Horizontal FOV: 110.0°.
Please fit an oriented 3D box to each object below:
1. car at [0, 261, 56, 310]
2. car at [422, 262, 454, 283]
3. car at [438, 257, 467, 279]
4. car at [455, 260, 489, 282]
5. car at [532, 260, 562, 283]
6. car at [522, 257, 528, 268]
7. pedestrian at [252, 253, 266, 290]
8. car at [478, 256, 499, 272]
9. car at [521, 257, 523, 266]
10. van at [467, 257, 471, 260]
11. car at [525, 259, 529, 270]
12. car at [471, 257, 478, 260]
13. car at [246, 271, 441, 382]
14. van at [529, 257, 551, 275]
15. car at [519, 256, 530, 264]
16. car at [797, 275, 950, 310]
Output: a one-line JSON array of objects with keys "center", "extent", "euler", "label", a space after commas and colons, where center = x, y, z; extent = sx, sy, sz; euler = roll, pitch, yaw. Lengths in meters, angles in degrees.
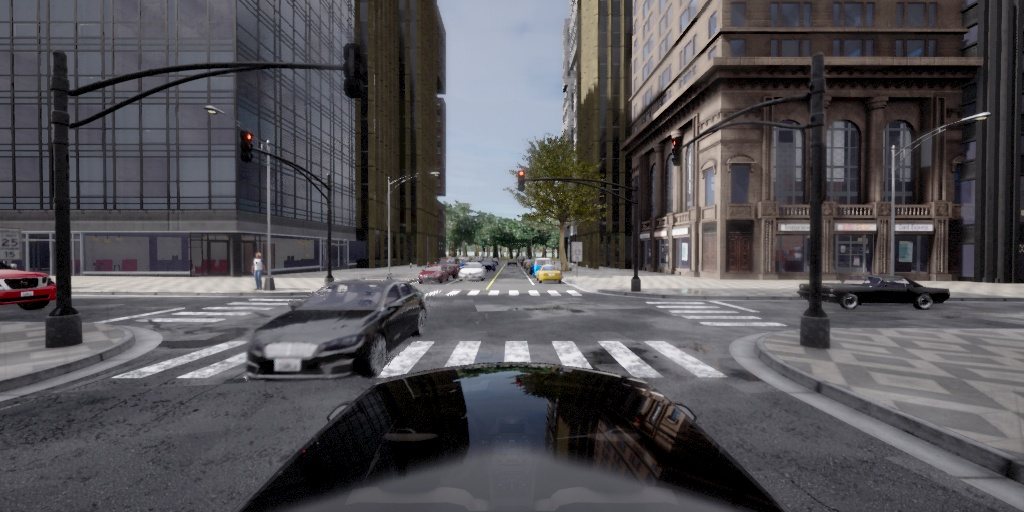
[{"center": [-18.381, 0.842, 11.526], "extent": [5.566, 2.045, 2.150], "euler": [1, 1, 0], "label": "car"}, {"center": [-5.779, 1.311, 26.954], "extent": [1.802, 1.307, 4.207], "euler": [0, 0, 0], "label": "car"}, {"center": [-5.782, 1.034, 32.635], "extent": [2.192, 1.841, 5.009], "euler": [0, 0, 0], "label": "car"}, {"center": [-3.113, 1.252, 28.801], "extent": [1.812, 1.442, 4.674], "euler": [0, 0, 0], "label": "car"}, {"center": [2.747, 1.254, 27.138], "extent": [1.751, 1.417, 4.829], "euler": [0, 0, 0], "label": "car"}, {"center": [2.733, 1.208, 49.857], "extent": [1.751, 1.417, 4.829], "euler": [0, 0, 0], "label": "car"}, {"center": [-12.533, 0.741, 17.779], "extent": [0.375, 1.860, 0.375], "euler": [0, 0, 0], "label": "pedestrian"}, {"center": [-3.118, 1.045, 45.399], "extent": [2.097, 1.767, 4.553], "euler": [0, 0, 0], "label": "car"}, {"center": [2.729, 1.213, 55.366], "extent": [1.888, 1.381, 4.507], "euler": [0, 0, 0], "label": "car"}, {"center": [-5.786, 1.050, 38.315], "extent": [1.690, 1.789, 3.998], "euler": [0, 0, 0], "label": "van"}, {"center": [2.740, 1.275, 38.328], "extent": [1.948, 1.339, 4.313], "euler": [0, 0, 0], "label": "car"}, {"center": [-5.789, 1.011, 43.995], "extent": [2.192, 1.841, 5.009], "euler": [0, 0, 0], "label": "car"}, {"center": [-3.098, 1.240, 7.403], "extent": [2.128, 1.511, 4.902], "euler": [0, 0, 0], "label": "car"}, {"center": [2.743, 1.060, 32.649], "extent": [1.690, 1.789, 3.998], "euler": [0, 0, 0], "label": "van"}, {"center": [2.726, 1.202, 61.046], "extent": [2.007, 1.370, 4.403], "euler": [0, 0, 0], "label": "car"}, {"center": [14.702, 1.444, 14.820], "extent": [4.718, 1.301, 1.895], "euler": [0, 1, 0], "label": "car"}]
